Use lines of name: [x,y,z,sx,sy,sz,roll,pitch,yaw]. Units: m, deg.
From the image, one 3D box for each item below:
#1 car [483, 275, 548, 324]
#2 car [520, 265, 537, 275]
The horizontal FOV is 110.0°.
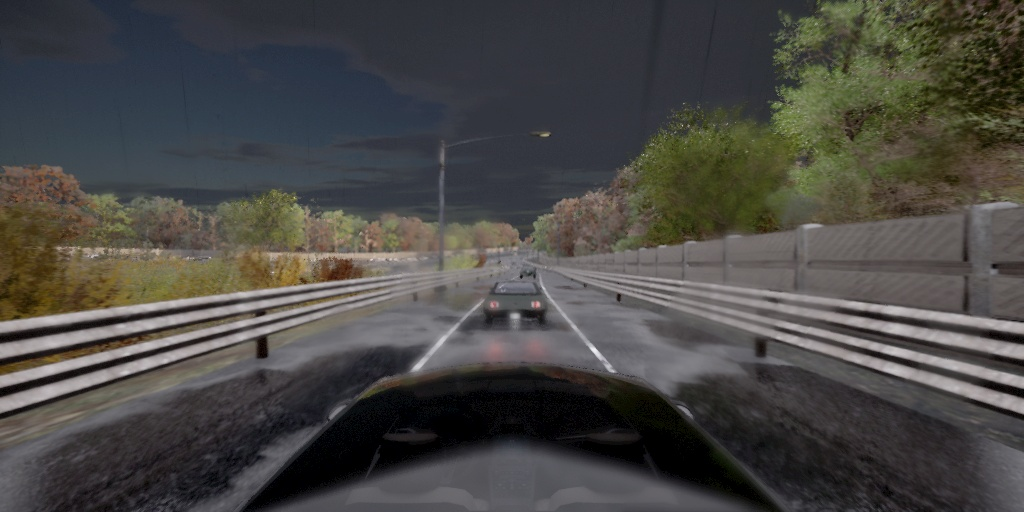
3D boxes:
car: [0.151,1.482,12.539,1.895,1.301,4.718,0,-1,1]
car: [2.205,2.026,48.028,2.097,1.767,4.553,0,-1,4]
